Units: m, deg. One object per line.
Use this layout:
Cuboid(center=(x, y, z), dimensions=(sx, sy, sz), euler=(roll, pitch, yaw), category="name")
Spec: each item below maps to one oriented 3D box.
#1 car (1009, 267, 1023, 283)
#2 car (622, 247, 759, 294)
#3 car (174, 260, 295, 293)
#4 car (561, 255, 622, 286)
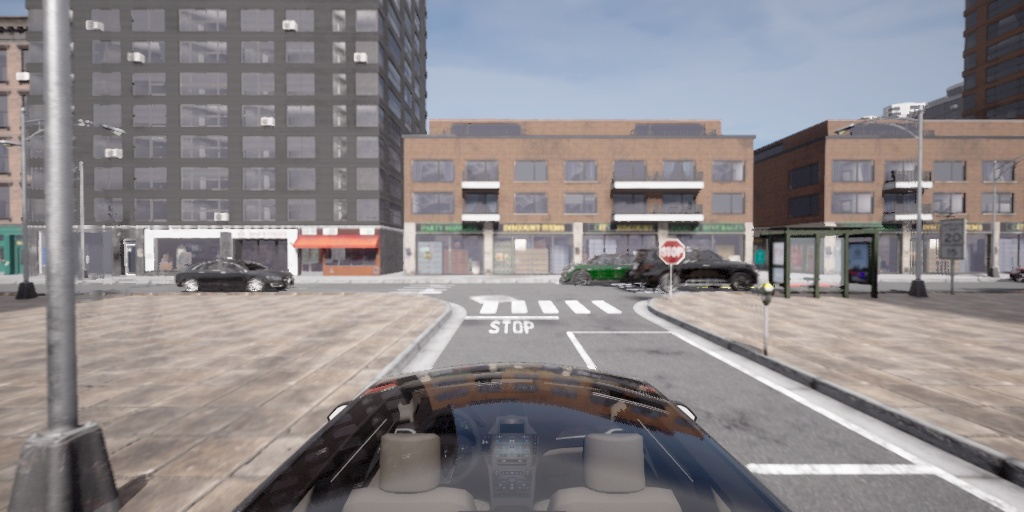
Cuboid(center=(30.911, 0.834, 19.966), dimensions=(4.674, 1.442, 1.812), euler=(0, 1, 0), category="car")
Cuboid(center=(8.419, 0.618, 16.856), dimensions=(5.566, 2.045, 2.150), euler=(0, 0, -3), category="car")
Cuboid(center=(-12.952, 0.939, 16.906), dimensions=(4.892, 1.490, 1.837), euler=(0, 1, 0), category="car")
Cuboid(center=(5.030, 0.710, 19.903), dimensions=(4.553, 1.767, 2.097), euler=(0, 1, 0), category="car")
